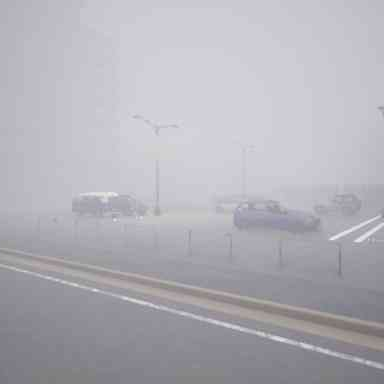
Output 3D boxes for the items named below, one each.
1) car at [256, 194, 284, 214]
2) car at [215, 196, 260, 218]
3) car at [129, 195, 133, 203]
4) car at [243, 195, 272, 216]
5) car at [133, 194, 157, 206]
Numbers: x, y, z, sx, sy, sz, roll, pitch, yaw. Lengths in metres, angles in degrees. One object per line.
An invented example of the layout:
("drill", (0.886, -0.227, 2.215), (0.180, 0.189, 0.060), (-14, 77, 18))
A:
("car", (7.371, 1.151, 36.825), (4.605, 1.855, 1.932), (0, 0, 36))
("car", (4.156, 1.393, 32.266), (3.806, 1.475, 1.970), (0, 0, 36))
("car", (-14.091, 1.284, 88.647), (1.851, 1.617, 3.988), (0, 0, 36))
("car", (5.846, 1.361, 34.617), (3.905, 1.438, 1.784), (0, 0, 36))
("car", (-9.432, 1.348, 68.958), (2.097, 1.767, 4.553), (0, 0, 35))
